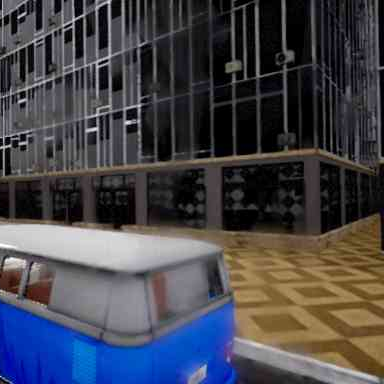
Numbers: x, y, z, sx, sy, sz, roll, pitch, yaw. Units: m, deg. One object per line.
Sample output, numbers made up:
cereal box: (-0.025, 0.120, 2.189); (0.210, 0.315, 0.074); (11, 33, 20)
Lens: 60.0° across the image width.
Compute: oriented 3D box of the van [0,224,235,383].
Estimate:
van: (-1.457, 1.350, 3.938); (3.998, 1.788, 1.690); (0, -1, 36)
